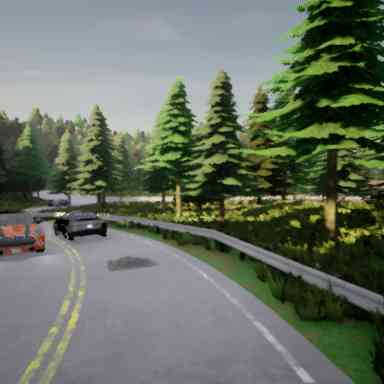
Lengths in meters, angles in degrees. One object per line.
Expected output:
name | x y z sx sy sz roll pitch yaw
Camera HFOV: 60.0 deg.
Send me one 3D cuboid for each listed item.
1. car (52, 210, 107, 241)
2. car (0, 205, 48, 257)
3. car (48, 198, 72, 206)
car | -6.096 1.673 17.857 1.994 1.385 4.181 -3 1 -34
car | -7.471 1.570 13.794 2.097 1.767 4.553 -3 0 -32
car | -22.061 1.792 55.586 1.994 1.385 4.181 2 4 22
